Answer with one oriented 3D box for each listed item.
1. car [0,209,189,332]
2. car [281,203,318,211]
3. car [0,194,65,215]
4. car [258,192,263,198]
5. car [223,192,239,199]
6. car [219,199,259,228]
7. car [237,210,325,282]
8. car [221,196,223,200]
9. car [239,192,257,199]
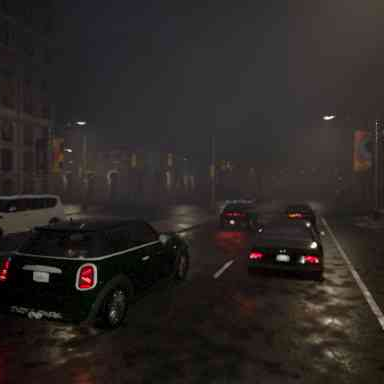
[{"bbox_3d":[-1.656,1.319,7.173,2.097,1.767,4.553,0,1,19],"label":"car"},{"bbox_3d":[6.382,1.437,19.873,1.837,1.490,4.892,0,0,19],"label":"car"},{"bbox_3d":[-7.862,1.141,14.323,2.150,2.045,5.566,0,0,19],"label":"car"},{"bbox_3d":[17.642,0.897,88.711,2.150,2.045,5.566,0,0,19],"label":"car"},{"bbox_3d":[9.202,0.934,74.833,2.150,2.045,5.566,0,0,19],"label":"car"},{"bbox_3d":[3.019,1.424,20.866,1.837,1.490,4.892,0,0,19],"label":"car"},{"bbox_3d":[2.858,1.513,9.787,2.033,1.411,5.357,0,0,19],"label":"car"},{"bbox_3d":[8.480,1.268,82.773,1.895,1.301,4.718,0,0,19],"label":"car"},{"bbox_3d":[12.528,1.261,73.747,2.033,1.411,5.357,0,0,19],"label":"car"}]
